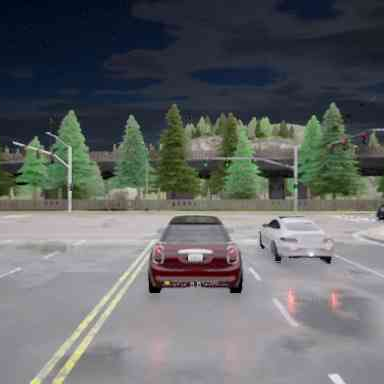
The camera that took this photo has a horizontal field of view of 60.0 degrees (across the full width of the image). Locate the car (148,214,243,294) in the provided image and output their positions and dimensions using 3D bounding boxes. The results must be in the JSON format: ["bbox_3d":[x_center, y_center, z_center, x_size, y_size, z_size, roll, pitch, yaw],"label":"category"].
[{"bbox_3d":[0.092,1.417,9.130,2.097,1.767,4.553,0,-1,0],"label":"car"}]

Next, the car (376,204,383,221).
[{"bbox_3d":[17.445,1.489,26.727,4.553,1.767,2.097,0,0,1],"label":"car"}]

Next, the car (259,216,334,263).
[{"bbox_3d":[3.674,1.614,12.263,1.812,1.442,4.674,0,0,3],"label":"car"}]
